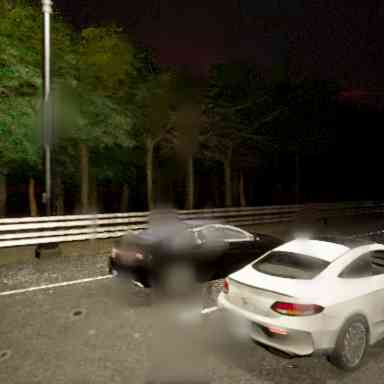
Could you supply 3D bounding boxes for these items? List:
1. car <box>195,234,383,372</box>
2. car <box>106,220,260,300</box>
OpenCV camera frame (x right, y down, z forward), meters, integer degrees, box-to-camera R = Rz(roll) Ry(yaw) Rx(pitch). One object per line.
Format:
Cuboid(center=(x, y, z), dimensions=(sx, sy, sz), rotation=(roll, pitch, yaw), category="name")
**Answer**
Cuboid(center=(2.516, 1.484, 5.558), dimensions=(4.674, 1.442, 1.812), rotation=(-1, 0, -36), category="car")
Cuboid(center=(0.363, 1.452, 8.321), dimensions=(4.902, 1.511, 2.128), rotation=(-1, 0, -36), category="car")
